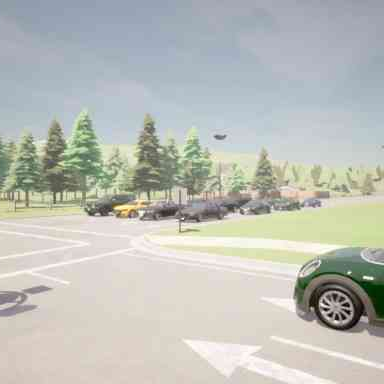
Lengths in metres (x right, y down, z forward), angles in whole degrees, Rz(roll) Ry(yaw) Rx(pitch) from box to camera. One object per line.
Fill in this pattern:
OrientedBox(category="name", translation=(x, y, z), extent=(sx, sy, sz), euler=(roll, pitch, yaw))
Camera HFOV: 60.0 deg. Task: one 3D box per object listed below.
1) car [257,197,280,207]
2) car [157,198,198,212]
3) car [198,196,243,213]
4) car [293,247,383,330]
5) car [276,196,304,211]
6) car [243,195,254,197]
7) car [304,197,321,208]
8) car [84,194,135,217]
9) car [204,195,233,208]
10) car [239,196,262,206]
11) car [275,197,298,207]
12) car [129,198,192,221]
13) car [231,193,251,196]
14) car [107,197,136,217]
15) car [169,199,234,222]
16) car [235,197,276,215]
OrientedBox(category="car", translation=(12.398, 1.564, 53.796), extent=(1.994, 1.385, 4.181), euler=(0, 0, 37))
OrientedBox(category="car", translation=(-1.687, 1.547, 40.564), extent=(2.033, 1.411, 5.357), euler=(0, 0, 36))
OrientedBox(category="car", translation=(3.077, 1.478, 35.226), extent=(1.882, 1.535, 5.008), euler=(0, 0, 36))
OrientedBox(category="car", translation=(4.059, 1.352, 5.394), extent=(4.553, 1.767, 2.097), euler=(0, 0, 35))
OrientedBox(category="car", translation=(11.812, 1.352, 41.210), extent=(2.097, 1.767, 4.553), euler=(0, 0, 36))
OrientedBox(category="car", translation=(8.657, 1.491, 42.830), extent=(2.128, 1.511, 4.902), euler=(0, 0, 36))
OrientedBox(category="car", translation=(17.724, 1.526, 49.228), extent=(1.812, 1.442, 4.674), euler=(0, 0, 37))
OrientedBox(category="car", translation=(-7.705, 1.221, 32.357), extent=(2.150, 2.045, 5.566), euler=(0, 0, 36))
OrientedBox(category="car", translation=(3.948, 1.352, 48.240), extent=(2.097, 1.767, 4.553), euler=(0, 0, 36))
OrientedBox(category="car", translation=(9.986, 1.478, 56.417), extent=(1.882, 1.535, 5.008), euler=(0, 0, 37))
OrientedBox(category="car", translation=(14.549, 1.526, 50.824), extent=(1.812, 1.442, 4.674), euler=(0, 0, 37))
OrientedBox(category="car", translation=(-2.482, 1.491, 27.645), extent=(2.128, 1.511, 4.902), euler=(0, 0, 36))
OrientedBox(category="car", translation=(6.426, 1.221, 45.706), extent=(2.150, 2.045, 5.566), euler=(0, 0, 36))
OrientedBox(category="car", translation=(-4.872, 1.478, 30.303), extent=(1.882, 1.535, 5.008), euler=(0, 0, 36))
OrientedBox(category="car", translation=(0.906, 1.547, 26.346), extent=(2.033, 1.411, 5.357), euler=(0, 0, 36))
OrientedBox(category="car", translation=(6.585, 1.526, 34.072), extent=(1.812, 1.442, 4.674), euler=(0, 0, 36))
